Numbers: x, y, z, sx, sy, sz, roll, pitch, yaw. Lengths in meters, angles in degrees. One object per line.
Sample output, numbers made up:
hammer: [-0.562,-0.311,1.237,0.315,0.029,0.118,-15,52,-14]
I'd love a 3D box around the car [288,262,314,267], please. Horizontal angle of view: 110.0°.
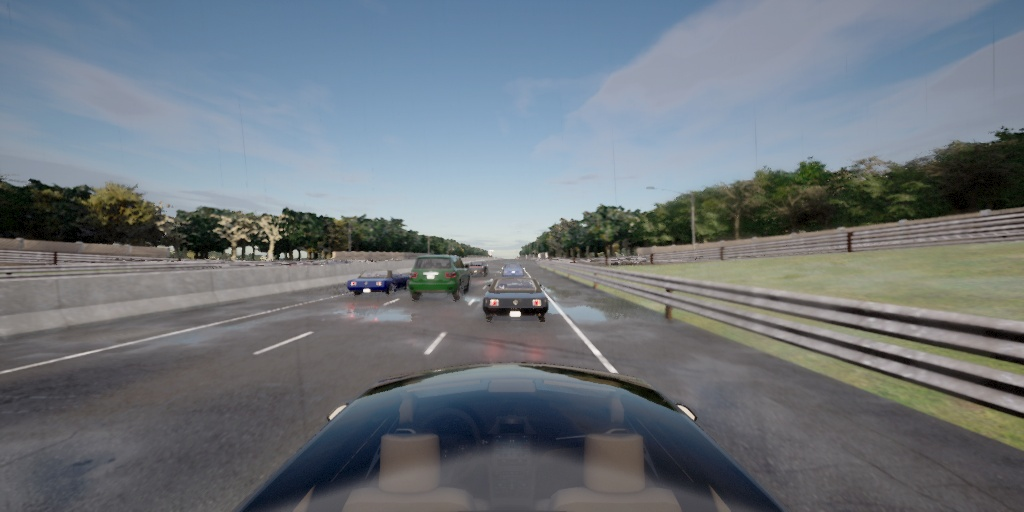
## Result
car: [-24.579,1.349,42.890,1.895,1.301,4.718,0,0,0]

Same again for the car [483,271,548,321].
car: [0.103,1.355,12.373,1.895,1.301,4.718,0,0,0]

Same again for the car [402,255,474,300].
car: [-3.397,0.977,17.681,2.150,2.045,5.566,0,0,0]

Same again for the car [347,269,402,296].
car: [-6.896,1.356,19.266,1.895,1.301,4.718,0,0,0]

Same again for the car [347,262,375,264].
car: [-17.580,1.348,43.298,1.895,1.301,4.718,0,0,0]

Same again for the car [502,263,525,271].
car: [0.105,1.301,30.315,2.033,1.411,5.357,0,0,0]

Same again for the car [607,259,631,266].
car: [17.526,0.959,58.709,1.837,1.490,4.892,0,-2,-17]

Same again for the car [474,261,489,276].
car: [-3.394,1.243,35.812,2.128,1.511,4.902,0,0,0]

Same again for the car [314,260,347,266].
car: [-21.079,1.239,43.007,2.128,1.511,4.902,0,0,0]
